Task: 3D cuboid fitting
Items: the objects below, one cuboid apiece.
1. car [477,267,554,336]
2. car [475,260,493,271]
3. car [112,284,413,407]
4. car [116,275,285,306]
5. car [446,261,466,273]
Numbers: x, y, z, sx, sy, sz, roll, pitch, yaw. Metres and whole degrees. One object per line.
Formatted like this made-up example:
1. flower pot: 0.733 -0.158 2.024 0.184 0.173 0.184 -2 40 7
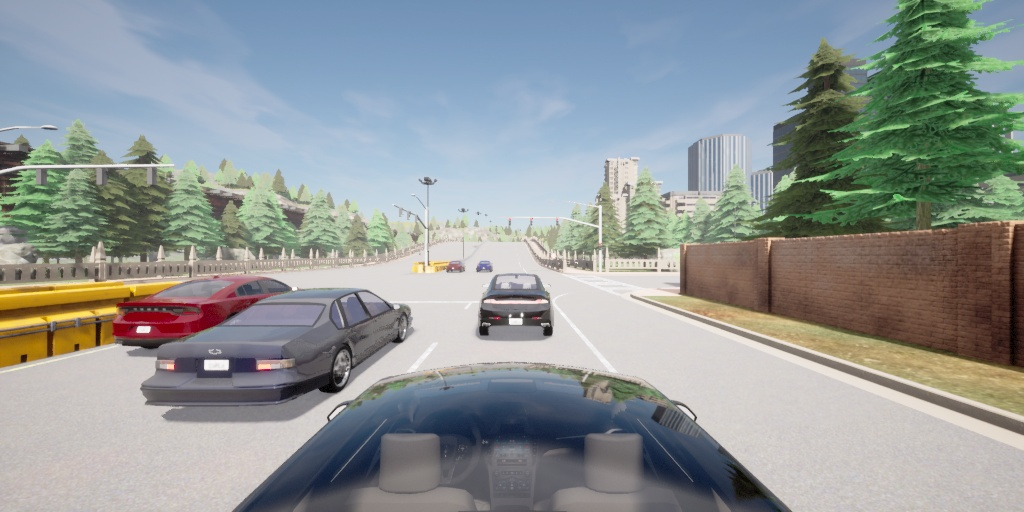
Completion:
1. car: 0.127 1.242 10.377 2.128 1.511 4.902 0 0 1
2. car: -3.410 1.276 45.317 1.812 1.442 4.674 0 0 0
3. car: -3.400 1.297 6.630 2.033 1.411 5.357 0 0 0
4. car: -6.901 1.228 9.192 1.882 1.535 5.008 0 0 0
5. car: -6.905 1.276 44.437 1.812 1.442 4.674 0 0 0
